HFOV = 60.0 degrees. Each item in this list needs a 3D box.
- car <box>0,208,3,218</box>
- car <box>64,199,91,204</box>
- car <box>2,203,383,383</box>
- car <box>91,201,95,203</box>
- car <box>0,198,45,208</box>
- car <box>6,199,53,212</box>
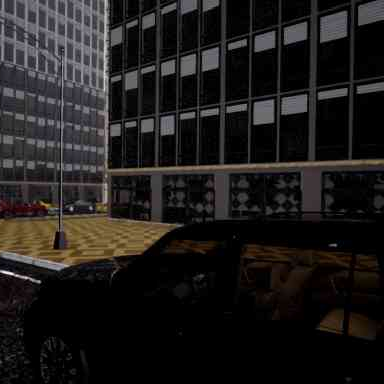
[{"bbox_3d":[-7.318,1.347,8.929,4.553,1.767,2.097,0,0,36],"label":"car"},{"bbox_3d":[-14.697,1.703,42.739,1.837,1.490,4.892,1,0,37],"label":"car"},{"bbox_3d":[0.665,1.221,3.209,5.566,2.045,2.150,0,0,36],"label":"car"},{"bbox_3d":[-9.337,1.828,40.263,1.752,1.417,4.829,1,0,37],"label":"car"},{"bbox_3d":[-16.161,1.517,31.071,2.192,1.841,5.009,1,0,37],"label":"car"},{"bbox_3d":[-19.632,1.640,40.456,1.752,1.417,4.829,1,0,37],"label":"car"}]
